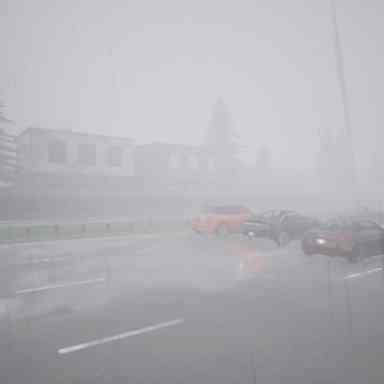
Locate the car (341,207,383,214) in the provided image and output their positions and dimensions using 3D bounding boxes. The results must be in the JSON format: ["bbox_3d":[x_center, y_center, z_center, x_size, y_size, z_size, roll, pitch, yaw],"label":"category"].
[{"bbox_3d":[13.750,1.816,26.499,4.718,1.301,1.895,1,0,-35],"label":"car"}]

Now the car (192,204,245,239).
[{"bbox_3d":[2.298,1.453,18.324,4.553,1.767,2.097,1,0,-35],"label":"car"}]

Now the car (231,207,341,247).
[{"bbox_3d":[4.518,1.594,15.608,4.902,1.511,2.128,1,0,-35],"label":"car"}]

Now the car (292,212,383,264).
[{"bbox_3d":[5.987,1.659,12.361,4.181,1.385,1.994,1,-1,-35],"label":"car"}]
